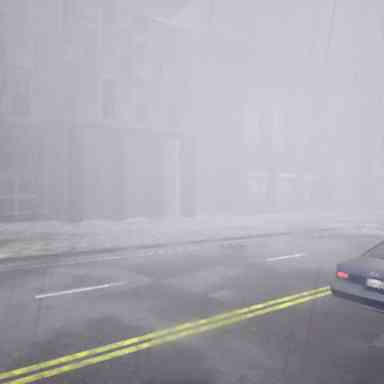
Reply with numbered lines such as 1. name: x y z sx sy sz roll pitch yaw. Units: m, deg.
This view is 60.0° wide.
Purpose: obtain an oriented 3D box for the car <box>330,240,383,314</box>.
1. car: 5.157 1.626 7.115 5.357 1.411 2.033 1 0 -35
